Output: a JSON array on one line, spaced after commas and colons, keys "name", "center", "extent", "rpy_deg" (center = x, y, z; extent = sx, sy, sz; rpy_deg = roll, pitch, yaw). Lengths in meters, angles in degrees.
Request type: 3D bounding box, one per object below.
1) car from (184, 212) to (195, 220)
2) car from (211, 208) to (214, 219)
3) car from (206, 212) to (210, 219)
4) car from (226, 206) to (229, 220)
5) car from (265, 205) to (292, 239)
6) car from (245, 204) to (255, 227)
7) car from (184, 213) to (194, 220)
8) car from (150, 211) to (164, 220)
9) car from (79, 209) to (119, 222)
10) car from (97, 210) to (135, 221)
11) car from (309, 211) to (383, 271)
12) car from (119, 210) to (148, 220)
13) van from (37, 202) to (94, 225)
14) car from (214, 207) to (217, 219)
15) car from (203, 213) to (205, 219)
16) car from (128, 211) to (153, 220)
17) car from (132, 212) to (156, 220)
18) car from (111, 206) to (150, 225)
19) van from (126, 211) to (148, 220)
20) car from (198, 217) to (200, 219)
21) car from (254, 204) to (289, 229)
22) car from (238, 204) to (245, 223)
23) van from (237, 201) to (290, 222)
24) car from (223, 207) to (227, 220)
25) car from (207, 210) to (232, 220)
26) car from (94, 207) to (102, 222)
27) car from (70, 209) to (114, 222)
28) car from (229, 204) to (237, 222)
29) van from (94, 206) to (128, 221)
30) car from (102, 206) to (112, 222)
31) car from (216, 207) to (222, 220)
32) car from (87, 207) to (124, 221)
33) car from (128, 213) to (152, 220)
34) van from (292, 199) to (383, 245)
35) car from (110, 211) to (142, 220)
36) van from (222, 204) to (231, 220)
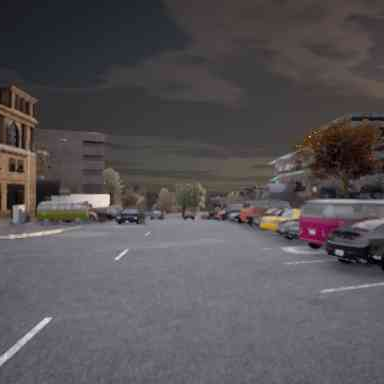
[{"name": "car", "center": [-0.498, 4.119, 57.504], "extent": [1.895, 1.301, 4.718], "rpy_deg": [0, -4, -1]}, {"name": "car", "center": [6.015, 3.499, 51.093], "extent": [4.892, 1.521, 2.231], "rpy_deg": [2, -5, -21]}, {"name": "car", "center": [5.958, 3.690, 56.980], "extent": [5.566, 2.045, 2.435], "rpy_deg": [3, -5, -21]}, {"name": "car", "center": [6.244, 2.357, 33.523], "extent": [4.674, 1.452, 2.002], "rpy_deg": [2, -4, -21]}, {"name": "car", "center": [6.380, 1.563, 15.982], "extent": [4.892, 1.521, 2.231], "rpy_deg": [1, -1, -20]}, {"name": "car", "center": [6.345, 1.734, 21.829], "extent": [4.892, 1.521, 2.231], "rpy_deg": [2, -2, -20]}, {"name": "car", "center": [-0.679, 4.955, 67.529], "extent": [1.895, 1.301, 4.718], "rpy_deg": [0, -5, -1]}, {"name": "car", "center": [-5.463, 3.662, 52.449], "extent": [1.812, 1.442, 4.674], "rpy_deg": [0, -4, 0]}, {"name": "car", "center": [-11.662, 2.916, 41.693], "extent": [4.674, 1.452, 2.002], "rpy_deg": [1, -4, -21]}, {"name": "car", "center": [-11.617, 3.508, 50.722], "extent": [5.366, 1.575, 1.946], "rpy_deg": [1, -5, -21]}, {"name": "car", "center": [6.388, 1.470, 10.137], "extent": [4.892, 1.521, 2.231], "rpy_deg": [1, -1, -20]}, {"name": "car", "center": [-12.125, 4.689, 68.554], "extent": [5.566, 2.045, 2.435], "rpy_deg": [1, -5, -21]}, {"name": "van", "center": [-11.429, 1.900, 29.803], "extent": [4.442, 1.987, 1.878], "rpy_deg": [1, -3, -20]}, {"name": "car", "center": [6.033, 3.159, 48.171], "extent": [4.553, 1.767, 2.185], "rpy_deg": [2, -5, -21]}, {"name": "car", "center": [5.568, 5.278, 74.488], "extent": [4.553, 1.767, 2.185], "rpy_deg": [3, -6, -21]}, {"name": "car", "center": [-12.377, 5.758, 80.485], "extent": [5.566, 2.045, 2.435], "rpy_deg": [1, -5, -21]}, {"name": "car", "center": [-12.467, 6.303, 86.478], "extent": [5.566, 2.045, 2.435], "rpy_deg": [1, -5, -21]}, {"name": "car", "center": [-5.239, 2.148, 29.286], "extent": [2.033, 1.411, 5.357], "rpy_deg": [0, -3, 0]}, {"name": "van", "center": [-12.331, 5.239, 74.484], "extent": [4.442, 1.987, 1.878], "rpy_deg": [1, -5, -21]}, {"name": "car", "center": [5.186, 6.992, 92.020], "extent": [5.008, 1.535, 2.097], "rpy_deg": [3, -5, -21]}, {"name": "car", "center": [6.529, 1.639, 18.976], "extent": [5.366, 1.575, 1.946], "rpy_deg": [1, -2, -20]}, {"name": "car", "center": [6.325, 1.850, 24.753], "extent": [5.008, 1.535, 2.097], "rpy_deg": [2, -3, -20]}, {"name": "van", "center": [6.407, 1.765, 27.733], "extent": [4.442, 1.987, 1.878], "rpy_deg": [2, -3, -20]}, {"name": "car", "center": [6.213, 2.540, 36.456], "extent": [4.674, 1.452, 2.002], "rpy_deg": [2, -4, -21]}, {"name": "car", "center": [5.688, 4.766, 68.645], "extent": [4.553, 1.767, 2.185], "rpy_deg": [3, -6, -21]}, {"name": "car", "center": [-11.599, 2.175, 32.733], "extent": [4.553, 1.767, 2.185], "rpy_deg": [0, -4, -20]}, {"name": "car", "center": [-11.658, 2.707, 38.694], "extent": [4.792, 1.488, 2.163], "rpy_deg": [1, -4, -21]}, {"name": "car", "center": [6.241, 2.172, 30.594], "extent": [4.792, 1.488, 2.163], "rpy_deg": [2, -4, -20]}, {"name": "van", "center": [-11.641, 3.066, 47.729], "extent": [4.442, 1.987, 1.878], "rpy_deg": [1, -5, -21]}, {"name": "car", "center": [-11.580, 2.237, 35.756], "extent": [5.566, 2.045, 2.435], "rpy_deg": [1, -4, -21]}, {"name": "car", "center": [6.147, 2.881, 42.315], "extent": [5.008, 1.535, 2.097], "rpy_deg": [2, -4, -21]}, {"name": "car", "center": [-11.676, 2.956, 44.697], "extent": [4.553, 1.767, 2.185], "rpy_deg": [1, -4, -21]}, {"name": "car", "center": [-12.112, 5.737, 77.560], "extent": [5.366, 1.575, 1.946], "rpy_deg": [1, -6, -21]}, {"name": "van", "center": [6.497, 1.282, 13.104], "extent": [4.442, 1.987, 1.878], "rpy_deg": [1, -2, -20]}, {"name": "car", "center": [-11.760, 4.194, 59.668], "extent": [5.366, 1.575, 1.946], "rpy_deg": [1, -5, -21]}, {"name": "van", "center": [6.286, 2.466, 39.444], "extent": [4.442, 1.987, 1.878], "rpy_deg": [2, -4, -21]}]
